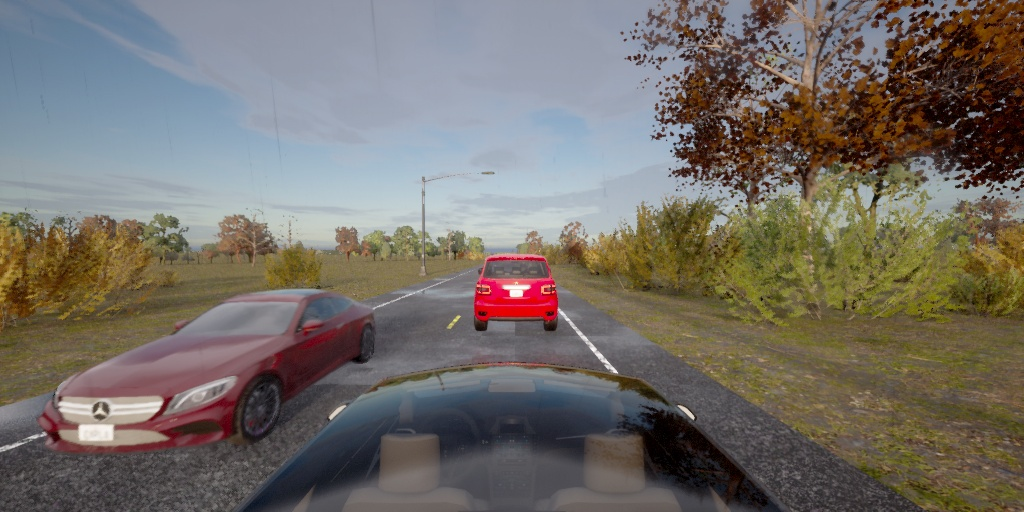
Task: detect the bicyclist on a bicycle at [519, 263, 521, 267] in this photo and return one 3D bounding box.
[{"bbox_3d":[0.907,1.110,28.810,0.659,1.776,1.843,0,0,0],"label":"bicyclist on a bicycle"}]

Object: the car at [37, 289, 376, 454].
[{"bbox_3d":[-3.603,1.274,5.440,1.812,1.442,4.674,0,0,0],"label":"car"}]

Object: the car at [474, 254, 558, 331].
[{"bbox_3d":[0.093,0.968,11.091,2.150,2.045,5.566,0,0,0],"label":"car"}]

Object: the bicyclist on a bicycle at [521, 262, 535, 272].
[{"bbox_3d":[0.945,1.114,18.797,0.659,1.776,1.843,0,0,0],"label":"bicyclist on a bicycle"}]
